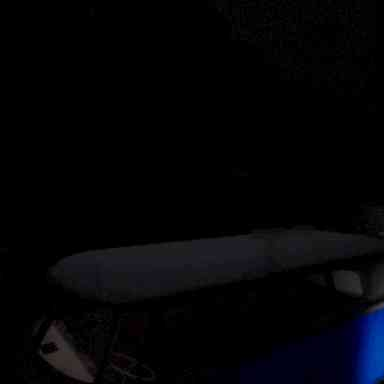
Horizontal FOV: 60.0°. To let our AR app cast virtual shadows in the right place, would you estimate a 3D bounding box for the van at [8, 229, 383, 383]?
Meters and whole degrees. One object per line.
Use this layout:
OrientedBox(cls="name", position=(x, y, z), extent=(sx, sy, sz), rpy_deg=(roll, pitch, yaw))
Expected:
OrientedBox(cls="van", position=(0.480, 1.340, 3.148), extent=(3.998, 1.788, 1.690), rpy_deg=(0, 0, -36))
